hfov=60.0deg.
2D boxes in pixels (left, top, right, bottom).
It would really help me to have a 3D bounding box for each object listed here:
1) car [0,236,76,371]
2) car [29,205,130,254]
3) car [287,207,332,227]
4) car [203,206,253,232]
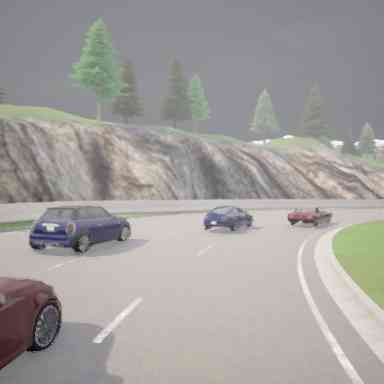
[{"bbox_3d":[-3.043,1.495,3.219,1.812,1.442,4.674,0,0,4],"label":"car"},{"bbox_3d":[-4.347,1.312,13.666,2.097,1.767,4.553,1,0,17],"label":"car"},{"bbox_3d":[8.551,1.701,23.853,1.895,1.301,4.718,1,0,37],"label":"car"},{"bbox_3d":[2.294,1.558,20.455,1.812,1.442,4.674,0,0,28],"label":"car"}]
